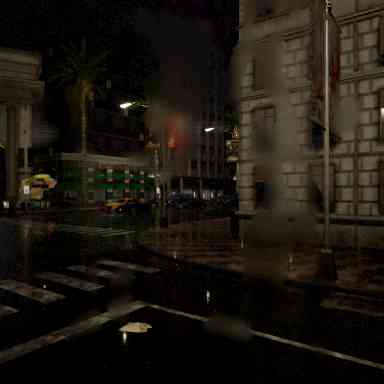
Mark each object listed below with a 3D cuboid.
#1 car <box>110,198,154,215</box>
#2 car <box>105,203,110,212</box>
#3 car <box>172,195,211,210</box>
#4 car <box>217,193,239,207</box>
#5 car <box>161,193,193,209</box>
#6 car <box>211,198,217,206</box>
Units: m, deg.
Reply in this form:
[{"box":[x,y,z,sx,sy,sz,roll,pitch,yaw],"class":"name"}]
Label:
[{"box":[-5.918,1.564,34.445,1.994,1.385,4.181,0,0,36],"class":"car"},{"box":[-7.599,1.478,38.073,1.882,1.535,5.008,0,0,37],"class":"car"},{"box":[-0.012,1.526,42.473,1.812,1.442,4.674,0,0,37],"class":"car"},{"box":[6.772,1.221,50.718,5.566,2.045,2.150,0,0,-45],"class":"car"},{"box":[-1.797,1.221,45.952,2.150,2.045,5.566,0,0,37],"class":"car"},{"box":[4.886,1.352,53.644,4.553,1.767,2.097,0,0,-43],"class":"car"}]
